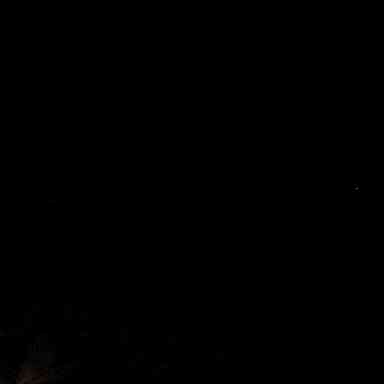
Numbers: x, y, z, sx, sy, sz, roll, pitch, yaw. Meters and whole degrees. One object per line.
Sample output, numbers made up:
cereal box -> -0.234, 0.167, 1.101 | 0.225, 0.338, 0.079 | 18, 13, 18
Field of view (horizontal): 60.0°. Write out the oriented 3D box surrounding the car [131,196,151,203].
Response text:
car -> -10.697, 1.469, 70.226 | 1.882, 1.535, 5.008 | -1, -1, 35

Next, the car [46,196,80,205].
car -> -21.340, 1.429, 55.237 | 2.033, 1.411, 5.357 | -1, 0, 35

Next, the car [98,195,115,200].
car -> -17.958, 1.193, 71.234 | 1.812, 1.442, 4.674 | -1, -1, 35
